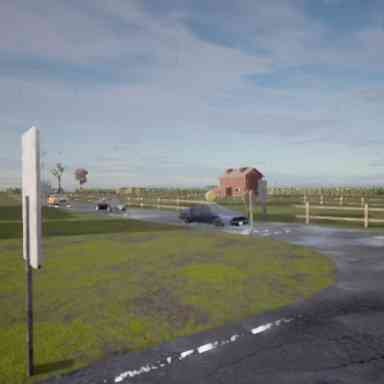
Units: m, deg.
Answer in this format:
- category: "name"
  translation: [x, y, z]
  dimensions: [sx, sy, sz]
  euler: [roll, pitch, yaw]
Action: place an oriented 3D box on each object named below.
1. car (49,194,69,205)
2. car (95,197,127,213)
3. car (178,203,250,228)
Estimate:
- category: "car"
  translation: [-19.994, 1.080, 49.908]
  dimensions: [2.097, 1.767, 4.553]
  euler: [-1, 1, -35]
- category: "car"
  translation: [-8.382, 1.320, 34.109]
  dimensions: [2.128, 1.511, 4.902]
  euler: [-1, 1, -37]
- category: "car"
  translation: [1.243, 1.474, 21.926]
  dimensions: [2.033, 1.411, 5.357]
  euler: [-1, 1, -39]
